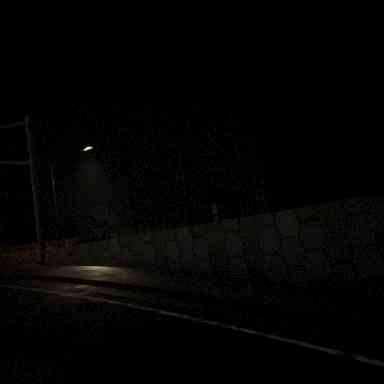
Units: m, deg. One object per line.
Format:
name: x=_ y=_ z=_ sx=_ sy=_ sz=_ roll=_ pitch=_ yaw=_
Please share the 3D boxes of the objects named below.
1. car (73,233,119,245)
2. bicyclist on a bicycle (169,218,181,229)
car: x=-8.305 y=4.485 z=29.838 sx=2.128 sy=1.511 sz=4.902 roll=-13 pitch=-8 yaw=36
bicyclist on a bicycle: x=-1.354 y=2.914 z=27.282 sx=1.656 sy=1.620 sz=0.582 roll=-14 pitch=-8 yaw=35
